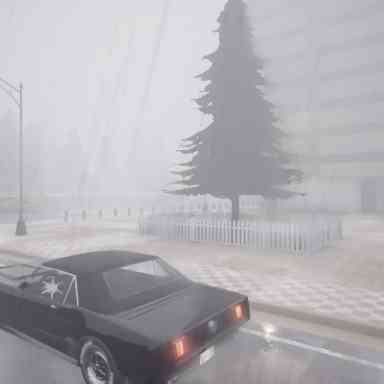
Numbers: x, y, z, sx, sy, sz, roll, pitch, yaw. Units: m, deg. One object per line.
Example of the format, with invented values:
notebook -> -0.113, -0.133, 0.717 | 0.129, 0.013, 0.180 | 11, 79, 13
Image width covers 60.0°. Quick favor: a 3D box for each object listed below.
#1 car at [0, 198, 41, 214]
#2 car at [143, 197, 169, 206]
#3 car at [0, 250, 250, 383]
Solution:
car -> -18.989, 1.477, 36.044 | 1.882, 1.535, 5.008 | 0, 0, 36
car -> -5.878, 1.352, 54.185 | 2.097, 1.767, 4.553 | 0, 0, 36
car -> -1.622, 1.601, 5.166 | 4.718, 1.301, 1.895 | 0, 0, 36
